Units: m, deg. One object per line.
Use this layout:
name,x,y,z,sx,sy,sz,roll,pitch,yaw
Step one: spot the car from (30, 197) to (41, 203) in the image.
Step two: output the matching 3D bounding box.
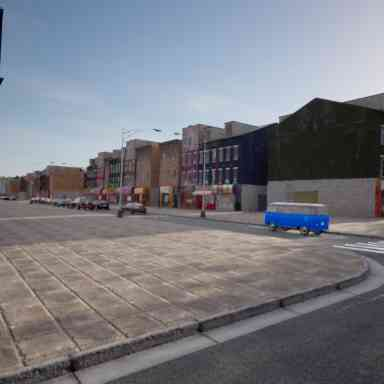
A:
car,-38.630,2.010,82.055,1.802,1.307,4.206,3,-2,-36

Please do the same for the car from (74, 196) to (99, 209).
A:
car,-16.218,1.577,51.037,2.192,1.841,5.009,3,-2,-36

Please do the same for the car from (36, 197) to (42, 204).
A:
car,-32.229,1.951,73.192,1.802,1.307,4.206,3,-2,-36

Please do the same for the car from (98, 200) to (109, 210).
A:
car,-13.026,1.813,46.598,1.947,1.339,4.313,3,-2,-36

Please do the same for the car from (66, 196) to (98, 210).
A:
car,-14.860,1.489,44.745,2.097,1.767,4.553,3,-2,-35

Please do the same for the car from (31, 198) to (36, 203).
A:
car,-35.425,1.837,77.627,1.967,1.590,4.097,3,-2,-36

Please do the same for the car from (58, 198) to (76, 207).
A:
car,-22.627,1.842,59.896,1.887,1.381,4.507,3,-2,-36

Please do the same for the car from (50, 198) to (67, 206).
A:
car,-25.827,1.886,64.327,1.947,1.339,4.313,3,-2,-36

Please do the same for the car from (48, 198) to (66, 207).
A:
car,-20.689,1.709,52.716,2.033,1.411,5.357,3,-2,-36

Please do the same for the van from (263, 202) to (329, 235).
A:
van,6.182,1.555,20.008,1.690,1.788,3.998,3,-2,-36

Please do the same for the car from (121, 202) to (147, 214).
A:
car,-6.627,1.808,37.733,1.802,1.307,4.206,3,-2,-36

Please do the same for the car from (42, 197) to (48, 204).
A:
car,-29.126,1.870,68.898,1.752,1.417,4.829,3,-2,-36
